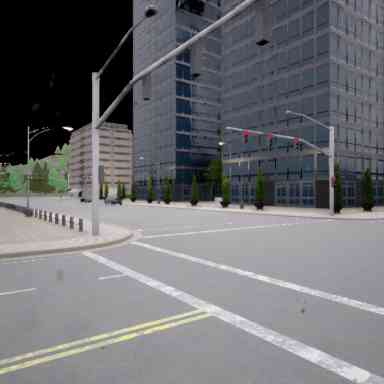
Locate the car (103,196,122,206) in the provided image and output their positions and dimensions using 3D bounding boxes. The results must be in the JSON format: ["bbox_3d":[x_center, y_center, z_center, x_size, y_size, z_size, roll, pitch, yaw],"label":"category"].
[{"bbox_3d":[-13.192,1.450,55.148,1.837,1.490,4.892,0,0,-35],"label":"car"}]

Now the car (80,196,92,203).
[{"bbox_3d":[-20.607,1.492,65.729,2.033,1.411,5.357,0,0,-33],"label":"car"}]
